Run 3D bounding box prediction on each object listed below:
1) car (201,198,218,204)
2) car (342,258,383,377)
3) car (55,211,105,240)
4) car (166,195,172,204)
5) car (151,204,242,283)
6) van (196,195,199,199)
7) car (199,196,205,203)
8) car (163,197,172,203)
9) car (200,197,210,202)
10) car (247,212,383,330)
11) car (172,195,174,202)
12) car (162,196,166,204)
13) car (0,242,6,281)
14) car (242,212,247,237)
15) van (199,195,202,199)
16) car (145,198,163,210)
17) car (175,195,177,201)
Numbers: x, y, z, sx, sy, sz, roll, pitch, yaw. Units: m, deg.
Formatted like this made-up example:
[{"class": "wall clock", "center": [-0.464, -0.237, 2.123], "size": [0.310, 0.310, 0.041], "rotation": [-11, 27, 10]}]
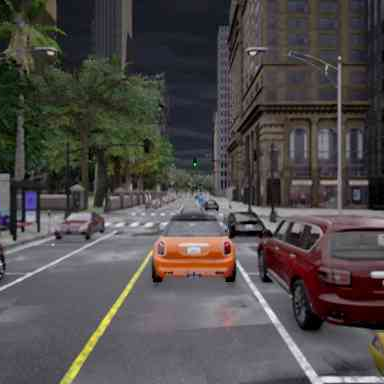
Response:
[{"class": "car", "center": [2.609, 1.849, 44.211], "size": [1.947, 1.339, 4.313], "rotation": [0, 0, 0]}, {"class": "car", "center": [2.758, 1.537, 1.670], "size": [1.752, 1.417, 4.829], "rotation": [0, 0, 0]}, {"class": "car", "center": [-5.824, 1.700, 17.762], "size": [1.802, 1.307, 4.206], "rotation": [0, 0, 0]}, {"class": "car", "center": [-6.013, 1.882, 71.302], "size": [1.967, 1.590, 4.097], "rotation": [0, 0, 0]}, {"class": "car", "center": [0.049, 1.420, 10.008], "size": [2.097, 1.767, 4.553], "rotation": [0, 0, 0]}, {"class": "van", "center": [2.474, 1.841, 82.154], "size": [1.690, 1.788, 3.998], "rotation": [0, 0, 0]}, {"class": "car", "center": [2.570, 1.875, 55.222], "size": [1.752, 1.417, 4.829], "rotation": [0, 0, 0]}, {"class": "car", "center": [-6.050, 2.025, 81.973], "size": [1.752, 1.417, 4.829], "rotation": [0, 0, 0]}, {"class": "car", "center": [2.590, 1.882, 49.631], "size": [1.947, 1.339, 4.313], "rotation": [0, 0, 0]}, {"class": "car", "center": [2.739, 1.362, 6.926], "size": [2.192, 1.841, 5.009], "rotation": [0, 0, 0]}, {"class": "car", "center": [-6.032, 1.787, 76.723], "size": [2.192, 1.841, 5.009], "rotation": [0, 0, 0]}, {"class": "car", "center": [-5.955, 1.789, 55.041], "size": [1.967, 1.590, 4.097], "rotation": [0, 0, 0]}, {"class": "car", "center": [-5.786, 1.488, 6.911], "size": [1.967, 1.590, 4.097], "rotation": [0, 0, 0]}, {"class": "car", "center": [2.702, 1.684, 17.775], "size": [1.947, 1.339, 4.313], "rotation": [0, 0, 0]}, {"class": "van", "center": [2.551, 1.721, 60.473], "size": [1.690, 1.788, 3.998], "rotation": [0, 0, 0]}, {"class": "car", "center": [-5.936, 1.867, 49.621], "size": [2.008, 1.369, 4.403], "rotation": [0, 0, 0]}, {"class": "car", "center": [-6.089, 1.873, 92.984], "size": [2.192, 1.841, 5.009], "rotation": [0, 0, 0]}]
